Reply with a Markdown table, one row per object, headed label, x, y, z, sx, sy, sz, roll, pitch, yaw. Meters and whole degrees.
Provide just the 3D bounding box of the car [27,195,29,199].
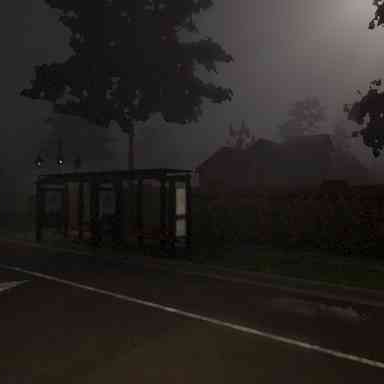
| label | x | y | z | sx | sy | sz | roll | pitch | yaw |
| --- | --- | --- | --- | --- | --- | --- | --- | --- | --- |
| car | -28.564 | 1.165 | 56.701 | 3.806 | 1.475 | 1.970 | 0 | 0 | 36 |
